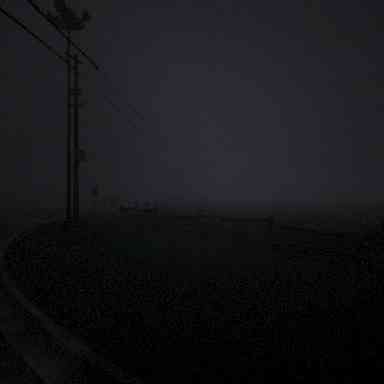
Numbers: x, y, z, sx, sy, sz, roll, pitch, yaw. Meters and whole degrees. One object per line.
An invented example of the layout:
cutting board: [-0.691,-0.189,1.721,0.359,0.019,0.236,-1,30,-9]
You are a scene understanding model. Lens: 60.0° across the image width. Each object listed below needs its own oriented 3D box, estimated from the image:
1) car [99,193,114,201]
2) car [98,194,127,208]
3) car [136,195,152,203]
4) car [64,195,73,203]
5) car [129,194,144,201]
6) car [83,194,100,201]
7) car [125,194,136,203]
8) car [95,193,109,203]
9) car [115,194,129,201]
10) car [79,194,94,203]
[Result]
car: [-19.548,1.079,76.312,2.097,1.767,4.553,0,0,4]
car: [-11.056,1.438,46.569,1.837,1.490,4.892,0,0,4]
car: [-9.556,1.391,68.444,1.882,1.535,5.008,0,0,5]
car: [-23.784,1.379,66.200,1.837,1.490,4.892,0,0,4]
car: [-12.564,1.274,75.841,2.033,1.411,5.357,0,0,4]
car: [-23.037,1.259,76.593,2.033,1.411,5.357,0,0,4]
car: [-13.273,1.263,65.972,2.097,1.767,4.553,0,0,4]
car: [-16.802,1.454,65.699,2.033,1.411,5.357,0,0,4]
car: [-16.055,1.282,76.092,1.994,1.385,4.181,0,0,4]
car: [-20.293,1.380,65.949,1.882,1.535,5.008,0,0,4]
